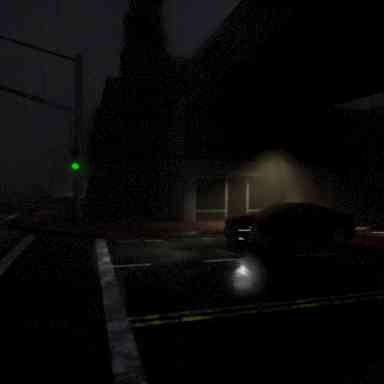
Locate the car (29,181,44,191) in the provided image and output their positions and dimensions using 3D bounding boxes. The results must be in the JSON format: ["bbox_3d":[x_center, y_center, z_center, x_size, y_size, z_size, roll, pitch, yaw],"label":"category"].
[{"bbox_3d":[-28.183,-1.170,60.403,2.097,1.767,4.553,1,2,-17],"label":"car"}]

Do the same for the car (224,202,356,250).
[{"bbox_3d":[3.628,1.149,12.324,5.008,1.535,1.882,1,2,-18],"label":"car"}]
